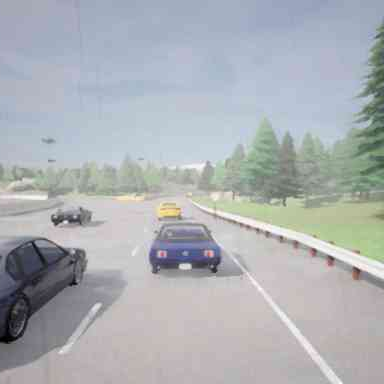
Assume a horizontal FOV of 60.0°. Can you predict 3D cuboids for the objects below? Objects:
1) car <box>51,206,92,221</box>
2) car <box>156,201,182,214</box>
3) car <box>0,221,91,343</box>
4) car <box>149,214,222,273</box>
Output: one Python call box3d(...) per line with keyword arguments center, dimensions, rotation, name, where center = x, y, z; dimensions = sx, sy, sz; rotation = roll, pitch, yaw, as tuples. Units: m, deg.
box3d(center=(-8.437, 1.650, 23.742), dimensions=(1.895, 1.301, 4.718), rotation=(0, 0, -7), name="car")
box3d(center=(-2.009, 1.521, 28.435), dimensions=(1.882, 1.535, 5.008), rotation=(0, 0, -8), name="car")
box3d(center=(-3.572, 1.563, 6.364), dimensions=(2.033, 1.411, 5.357), rotation=(0, 0, -2), name="car")
box3d(center=(-0.284, 1.616, 10.712), dimensions=(1.895, 1.301, 4.718), rotation=(0, 0, -3), name="car")
